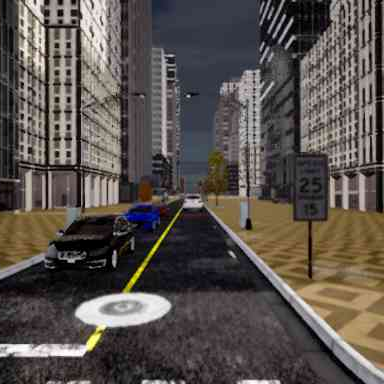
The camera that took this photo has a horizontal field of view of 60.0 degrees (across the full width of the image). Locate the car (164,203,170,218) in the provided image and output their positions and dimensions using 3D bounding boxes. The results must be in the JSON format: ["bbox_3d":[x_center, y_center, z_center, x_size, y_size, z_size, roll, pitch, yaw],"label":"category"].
[{"bbox_3d":[-3.062,1.619,30.341,1.994,1.385,4.181,0,0,0],"label":"car"}]

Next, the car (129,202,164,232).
[{"bbox_3d":[-3.077,1.512,20.464,1.882,1.535,5.008,0,0,0],"label":"car"}]

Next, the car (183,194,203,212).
[{"bbox_3d":[0.137,1.288,40.455,2.150,2.045,5.566,0,0,0],"label":"car"}]

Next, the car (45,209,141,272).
[{"bbox_3d":[-3.090,1.519,10.941,1.837,1.490,4.892,0,0,0],"label":"car"}]

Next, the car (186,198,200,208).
[{"bbox_3d":[0.125,1.635,51.098,2.033,1.411,5.357,0,0,0],"label":"car"}]
